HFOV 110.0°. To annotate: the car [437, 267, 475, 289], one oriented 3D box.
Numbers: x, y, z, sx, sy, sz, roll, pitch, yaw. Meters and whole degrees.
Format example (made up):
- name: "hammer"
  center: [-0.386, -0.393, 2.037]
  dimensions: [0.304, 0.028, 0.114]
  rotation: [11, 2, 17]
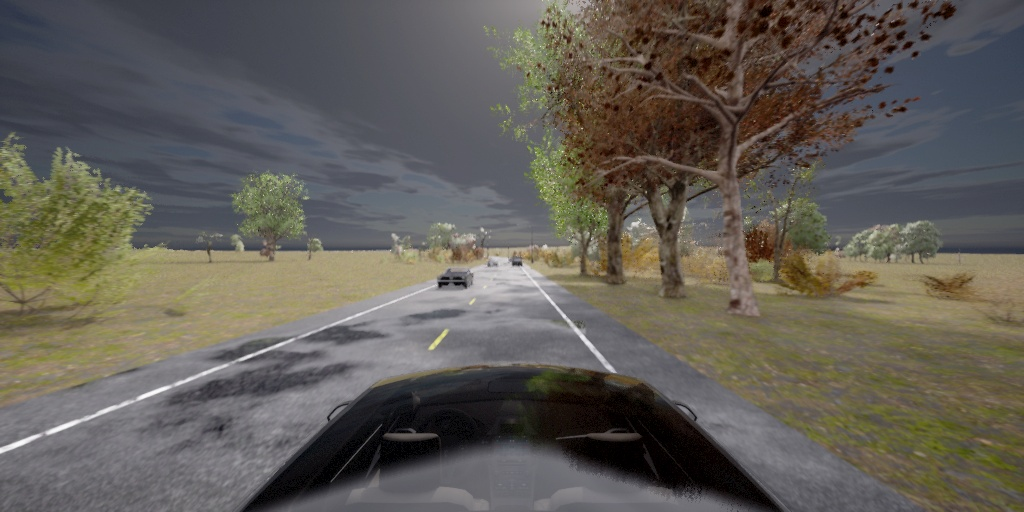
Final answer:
- name: "car"
  center: [-3.603, 1.380, 23.491]
  dimensions: [1.895, 1.301, 4.718]
  rotation: [0, 0, 0]
